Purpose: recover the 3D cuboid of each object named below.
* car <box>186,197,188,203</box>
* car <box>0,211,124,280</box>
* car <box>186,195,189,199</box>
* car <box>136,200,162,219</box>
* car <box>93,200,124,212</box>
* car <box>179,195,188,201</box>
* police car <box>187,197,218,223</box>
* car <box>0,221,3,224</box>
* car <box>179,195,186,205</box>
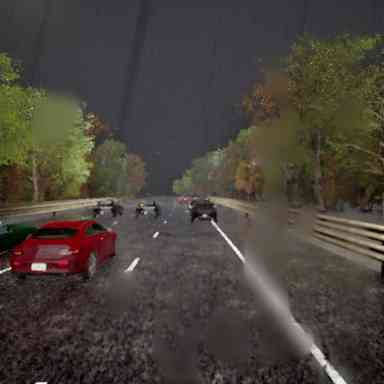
[{"bbox_3d":[0.617,1.493,35.099,1.812,1.442,4.674,0,0,-1],"label":"car"},{"bbox_3d":[-3.449,1.508,9.757,1.812,1.442,4.674,0,0,0],"label":"car"},{"bbox_3d":[0.456,1.426,41.326,1.801,1.575,5.366,0,0,-2],"label":"car"},{"bbox_3d":[-3.711,1.457,28.953,2.128,1.511,4.902,0,0,-1],"label":"car"},{"bbox_3d":[-7.213,1.458,29.032,2.128,1.511,4.902,0,0,-1],"label":"car"},{"bbox_3d":[-2.050,1.369,78.422,1.812,1.442,4.674,0,0,-3],"label":"car"},{"bbox_3d":[0.822,1.392,25.146,1.930,1.638,5.238,0,0,-1],"label":"police car"},{"bbox_3d":[-6.970,1.582,10.889,1.895,1.301,4.718,0,0,0],"label":"car"},{"bbox_3d":[-1.197,1.348,59.826,2.097,1.767,4.553,0,0,-2],"label":"car"}]
